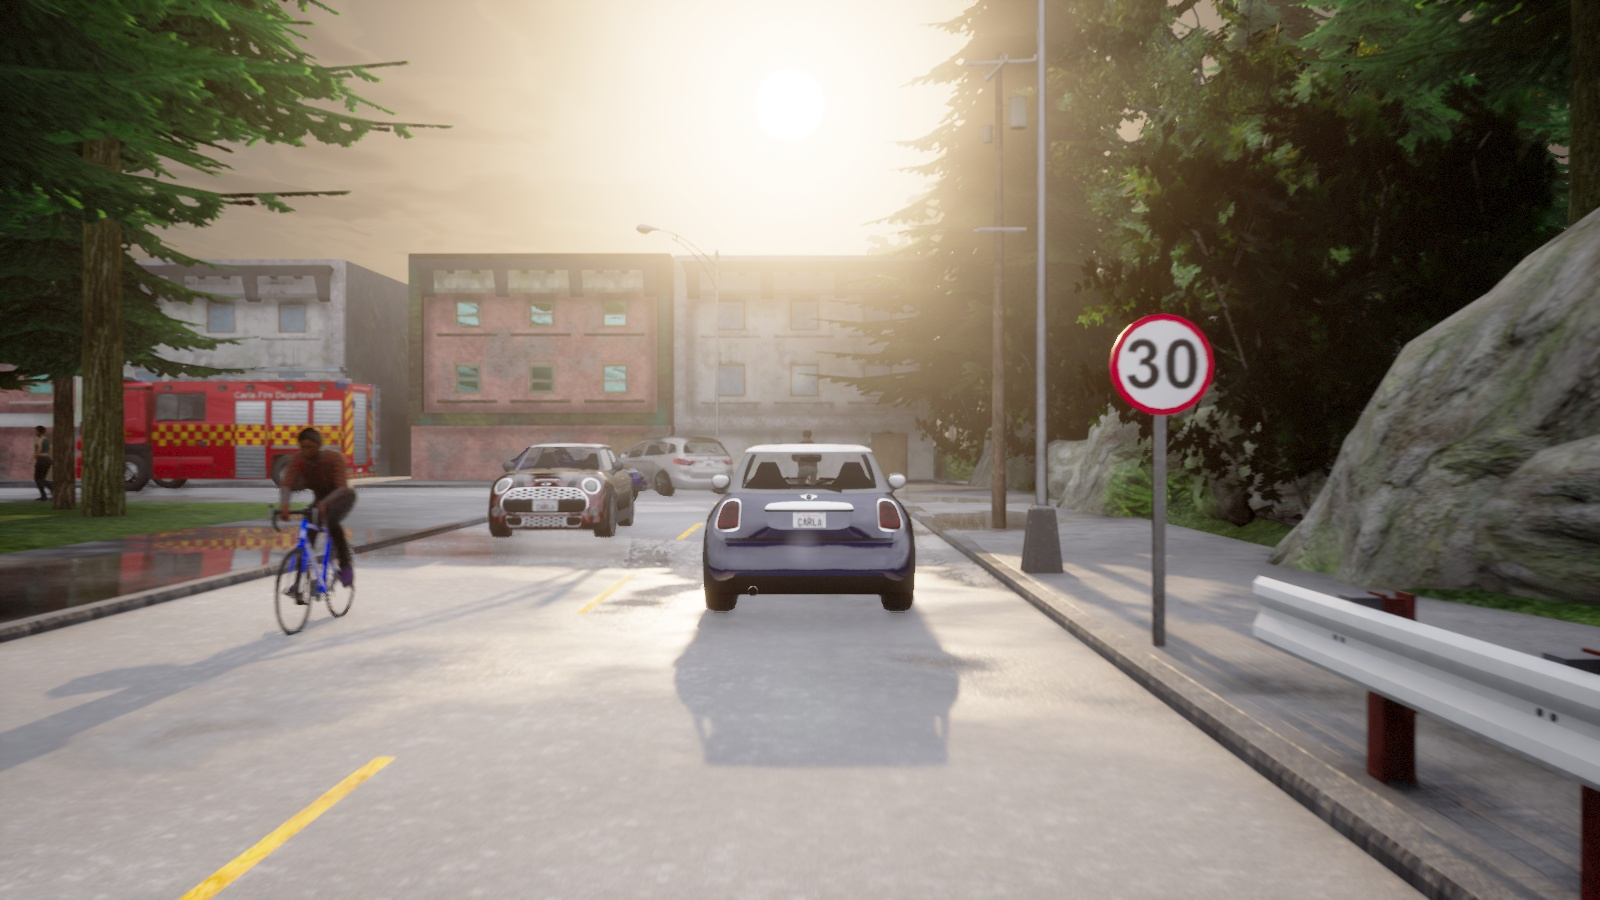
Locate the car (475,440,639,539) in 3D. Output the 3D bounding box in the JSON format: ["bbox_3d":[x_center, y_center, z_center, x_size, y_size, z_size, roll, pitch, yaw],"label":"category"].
[{"bbox_3d":[-3.871,0.575,20.608,1.970,1.475,3.806,0,0,0],"label":"car"}]

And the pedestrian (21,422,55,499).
[{"bbox_3d":[-18.128,0.247,29.889,0.594,1.836,0.345,0,0,1],"label":"pedestrian"}]

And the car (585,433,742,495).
[{"bbox_3d":[-4.001,0.354,36.275,2.242,1.667,4.611,0,0,-41],"label":"car"}]

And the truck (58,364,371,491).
[{"bbox_3d":[-18.140,-0.688,39.266,8.468,3.827,2.891,0,0,1],"label":"truck"}]

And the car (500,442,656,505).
[{"bbox_3d":[-5.697,0.549,31.923,4.193,1.474,1.816,0,0,44],"label":"car"}]

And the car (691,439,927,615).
[{"bbox_3d":[0.086,0.631,12.395,1.970,1.475,3.806,0,0,0],"label":"car"}]

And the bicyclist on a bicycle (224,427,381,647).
[{"bbox_3d":[-3.928,0.631,10.047,0.582,1.620,1.656,0,1,0],"label":"bicyclist on a bicycle"}]
